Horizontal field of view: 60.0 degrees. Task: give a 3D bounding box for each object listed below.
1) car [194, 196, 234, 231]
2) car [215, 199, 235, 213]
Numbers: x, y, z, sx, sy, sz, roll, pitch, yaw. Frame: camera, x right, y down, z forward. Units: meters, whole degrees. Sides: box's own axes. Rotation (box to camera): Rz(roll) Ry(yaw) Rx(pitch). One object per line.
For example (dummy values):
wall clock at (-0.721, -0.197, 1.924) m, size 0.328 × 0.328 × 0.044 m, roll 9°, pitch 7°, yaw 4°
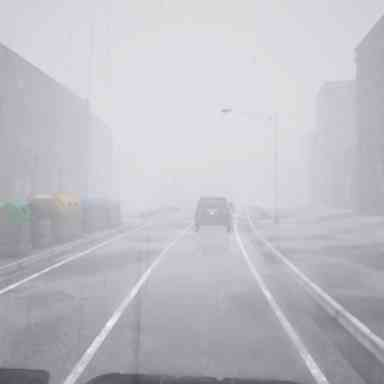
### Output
car at (1.411, 1.271, 21.087) m, size 2.150 × 2.045 × 5.566 m, roll 0°, pitch 0°, yaw 6°
car at (3.960, 1.622, 39.296) m, size 2.128 × 1.511 × 4.902 m, roll 0°, pitch -1°, yaw 9°
